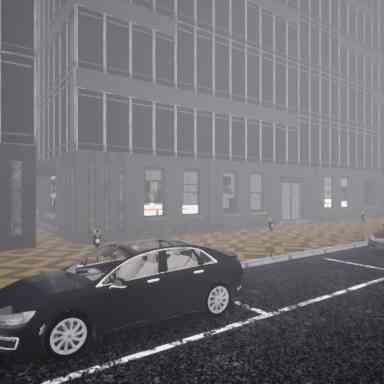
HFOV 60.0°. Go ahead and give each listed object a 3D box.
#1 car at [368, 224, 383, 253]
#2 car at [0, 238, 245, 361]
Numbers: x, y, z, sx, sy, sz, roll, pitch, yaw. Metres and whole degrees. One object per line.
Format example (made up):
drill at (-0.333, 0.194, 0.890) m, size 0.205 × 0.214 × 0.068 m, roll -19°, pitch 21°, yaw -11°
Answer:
car at (8.270, 1.582, 12.417) m, size 4.206 × 1.307 × 1.802 m, roll 0°, pitch 0°, yaw -35°
car at (-1.016, 1.551, 5.830) m, size 4.403 × 1.369 × 2.008 m, roll 0°, pitch 0°, yaw -35°
